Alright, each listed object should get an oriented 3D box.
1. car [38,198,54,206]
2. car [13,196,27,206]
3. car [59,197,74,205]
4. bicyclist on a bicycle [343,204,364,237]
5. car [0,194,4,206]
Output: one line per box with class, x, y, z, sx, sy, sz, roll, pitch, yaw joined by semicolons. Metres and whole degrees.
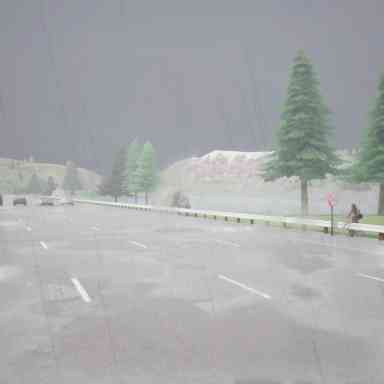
car;-23.995;1.601;54.471;1.895;1.301;4.718;0;0;-31
car;-29.313;1.492;56.578;2.128;1.511;4.902;0;0;-31
car;-21.620;1.526;57.325;1.812;1.442;4.674;0;0;-30
bicyclist on a bicycle;8.115;1.434;16.598;1.656;1.620;0.582;6;-3;-30
car;-31.963;1.221;54.187;2.150;2.045;5.566;0;0;-31
